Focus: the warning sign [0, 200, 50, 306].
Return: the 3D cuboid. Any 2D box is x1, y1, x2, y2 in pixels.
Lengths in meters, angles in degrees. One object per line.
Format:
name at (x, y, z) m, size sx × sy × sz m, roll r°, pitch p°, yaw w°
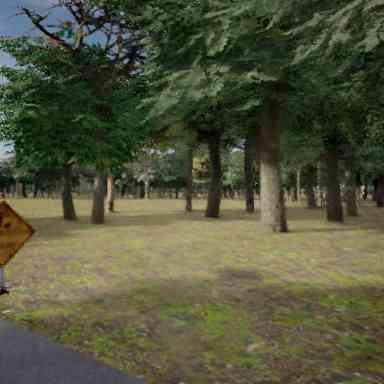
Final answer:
warning sign at (-3.684, 1.098, 6.472) m, size 1.060 × 1.860 × 1.300 m, roll 1°, pitch 0°, yaw 35°
